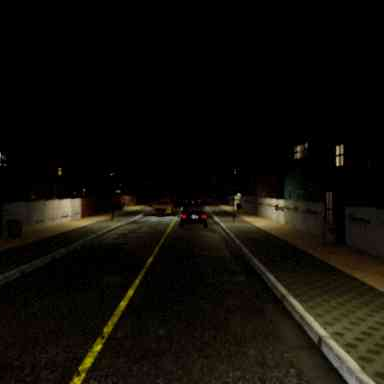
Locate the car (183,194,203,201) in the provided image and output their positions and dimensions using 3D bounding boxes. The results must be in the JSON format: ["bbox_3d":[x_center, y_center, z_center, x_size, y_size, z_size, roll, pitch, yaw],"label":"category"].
[{"bbox_3d":[0.096,1.221,40.500,2.150,2.045,5.566,0,0,0],"label":"car"}]

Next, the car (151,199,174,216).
[{"bbox_3d":[-2.850,1.477,32.756,1.882,1.535,5.008,0,0,0],"label":"car"}]

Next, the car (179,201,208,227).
[{"bbox_3d":[0.097,1.547,22.667,2.033,1.411,5.357,0,0,0],"label":"car"}]
